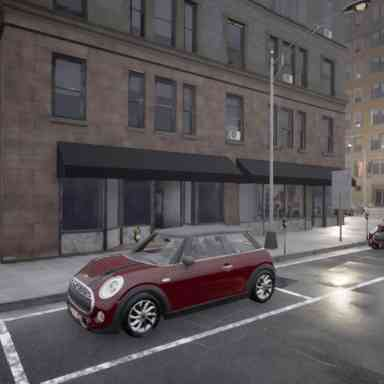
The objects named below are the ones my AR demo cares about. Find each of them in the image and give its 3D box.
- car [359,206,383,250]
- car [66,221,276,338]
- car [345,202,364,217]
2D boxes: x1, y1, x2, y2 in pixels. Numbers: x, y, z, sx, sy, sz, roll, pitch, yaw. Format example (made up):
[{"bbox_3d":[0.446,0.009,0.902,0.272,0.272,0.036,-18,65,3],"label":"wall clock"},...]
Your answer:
[{"bbox_3d":[8.648,1.444,12.963,4.097,1.590,1.967,0,0,-36],"label":"car"},{"bbox_3d":[-0.282,1.441,6.563,4.097,1.590,1.967,0,0,-36],"label":"car"},{"bbox_3d":[12.353,1.251,29.695,2.097,1.767,4.553,1,0,-36],"label":"car"}]
